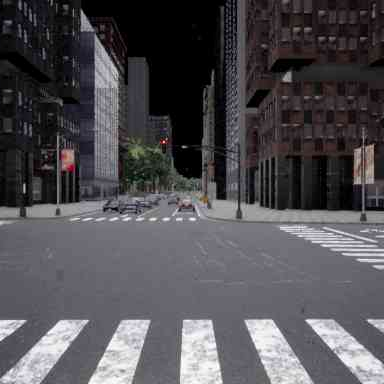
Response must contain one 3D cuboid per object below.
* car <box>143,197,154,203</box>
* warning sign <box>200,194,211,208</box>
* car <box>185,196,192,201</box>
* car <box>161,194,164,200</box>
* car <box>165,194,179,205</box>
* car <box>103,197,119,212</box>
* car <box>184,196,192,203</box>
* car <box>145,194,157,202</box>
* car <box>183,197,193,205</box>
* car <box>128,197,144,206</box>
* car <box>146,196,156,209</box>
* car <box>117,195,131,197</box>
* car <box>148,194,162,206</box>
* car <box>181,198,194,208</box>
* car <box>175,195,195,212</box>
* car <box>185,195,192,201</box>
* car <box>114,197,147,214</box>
[{"bbox_3d":[-9.328,1.668,71.499,1.802,1.307,4.206,0,0,0],"label":"car"},{"bbox_3d":[1.689,1.131,42.679,1.300,1.860,1.060,0,0,0],"label":"warning sign"},{"bbox_3d":[-0.940,1.695,93.243,1.887,1.381,4.507,0,0,0],"label":"car"},{"bbox_3d":[-9.431,1.449,87.777,2.192,1.841,5.009,0,0,0],"label":"car"},{"bbox_3d":[-3.404,1.607,61.156,2.033,1.411,5.357,0,0,-1],"label":"car"},{"bbox_3d":[-9.124,1.574,38.944,1.947,1.339,4.313,0,0,0],"label":"car"},{"bbox_3d":[-0.804,1.612,71.714,1.752,1.417,4.829,0,0,0],"label":"car"},{"bbox_3d":[-9.363,1.417,76.926,2.192,1.841,5.009,0,0,0],"label":"car"},{"bbox_3d":[-0.735,1.603,60.694,1.887,1.381,4.507,0,0,0],"label":"car"},{"bbox_3d":[-9.225,1.570,55.051,1.752,1.417,4.829,0,0,0],"label":"car"},{"bbox_3d":[-6.506,1.586,45.378,1.994,1.385,4.181,0,0,-1],"label":"car"},{"bbox_3d":[-9.159,1.335,44.370,2.192,1.841,5.009,0,0,0],"label":"car"},{"bbox_3d":[-6.549,1.551,55.571,1.837,1.490,4.892,0,0,0],"label":"car"},{"bbox_3d":[-0.667,1.614,49.844,1.802,1.307,4.206,0,0,0],"label":"car"},{"bbox_3d":[-0.600,1.448,38.995,1.967,1.590,4.097,0,0,0],"label":"car"},{"bbox_3d":[-0.905,1.574,87.819,1.967,1.590,4.097,0,0,0],"label":"car"},{"bbox_3d":[-6.446,1.548,35.423,2.033,1.411,5.357,0,0,-1],"label":"car"}]
